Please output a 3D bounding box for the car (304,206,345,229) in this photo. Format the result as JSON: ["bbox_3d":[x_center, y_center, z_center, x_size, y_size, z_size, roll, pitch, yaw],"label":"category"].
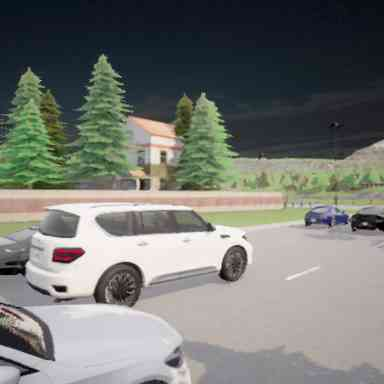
[{"bbox_3d":[9.569,1.702,23.449,1.812,1.442,4.674,0,-1,44],"label":"car"}]

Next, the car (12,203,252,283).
[{"bbox_3d":[-0.903,1.275,8.011,5.566,2.045,2.150,1,-1,-43],"label":"car"}]

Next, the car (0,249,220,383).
[{"bbox_3d":[-2.187,1.541,2.536,4.674,1.442,1.812,0,0,-36],"label":"car"}]

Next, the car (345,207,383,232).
[{"bbox_3d":[11.360,1.635,20.279,1.882,1.535,5.008,0,-1,44],"label":"car"}]

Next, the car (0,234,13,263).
[{"bbox_3d":[-3.644,1.613,10.121,5.357,1.411,2.033,0,0,-44],"label":"car"}]
